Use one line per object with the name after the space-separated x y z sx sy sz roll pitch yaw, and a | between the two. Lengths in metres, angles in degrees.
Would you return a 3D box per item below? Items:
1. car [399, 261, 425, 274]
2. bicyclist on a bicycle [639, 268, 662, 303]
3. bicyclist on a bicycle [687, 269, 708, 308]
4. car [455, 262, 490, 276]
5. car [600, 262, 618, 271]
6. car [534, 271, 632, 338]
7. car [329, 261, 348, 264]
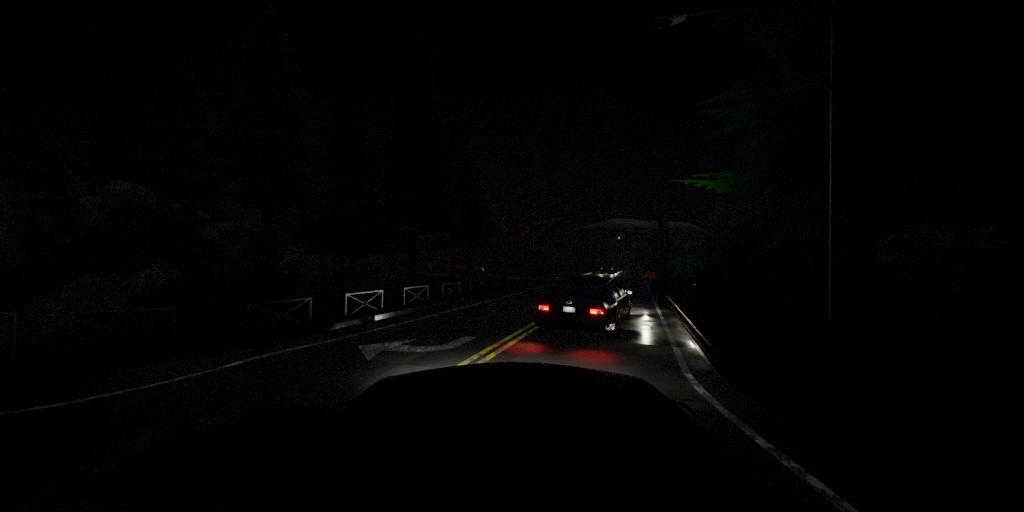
-13.884 1.481 47.703 4.553 1.767 2.097 1 -1 20 | car
6.384 1.361 16.484 1.656 1.620 0.582 1 -1 -32 | bicyclist on a bicycle
7.833 1.373 15.106 1.656 1.620 0.582 1 -1 -35 | bicyclist on a bicycle
-4.994 1.605 44.528 4.553 1.767 2.097 1 -1 20 | car
15.462 2.025 57.932 2.097 1.767 4.553 1 -1 20 | car
2.276 1.289 10.266 2.033 1.411 5.357 1 -1 24 | car
-23.289 1.526 51.320 4.674 1.442 1.812 1 -1 23 | car
